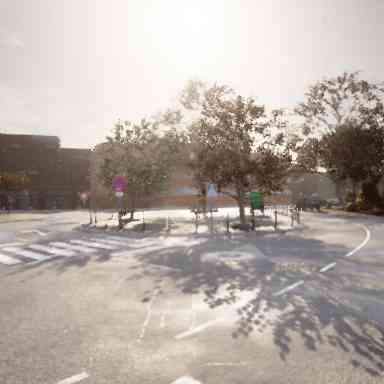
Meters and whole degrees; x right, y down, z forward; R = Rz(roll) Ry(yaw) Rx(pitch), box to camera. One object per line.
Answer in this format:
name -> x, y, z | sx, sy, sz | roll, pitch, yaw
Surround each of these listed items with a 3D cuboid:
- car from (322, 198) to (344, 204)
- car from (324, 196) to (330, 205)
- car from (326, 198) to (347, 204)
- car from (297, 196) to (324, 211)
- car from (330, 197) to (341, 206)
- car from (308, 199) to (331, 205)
car -> 35.640, 2.374, 84.298 | 4.674, 1.452, 2.002 | -1, -1, 43
car -> 27.943, 2.014, 76.022 | 5.566, 2.045, 2.435 | -1, -1, 43
car -> 37.563, 2.389, 86.368 | 4.674, 1.452, 2.002 | -1, -1, 43
car -> 16.203, 1.614, 46.262 | 2.150, 2.045, 5.566 | -1, -1, 7
car -> 29.973, 2.232, 66.885 | 1.994, 1.385, 4.181 | -1, -1, 43
car -> 29.881, 2.323, 78.075 | 4.674, 1.452, 2.002 | -1, -1, 43
